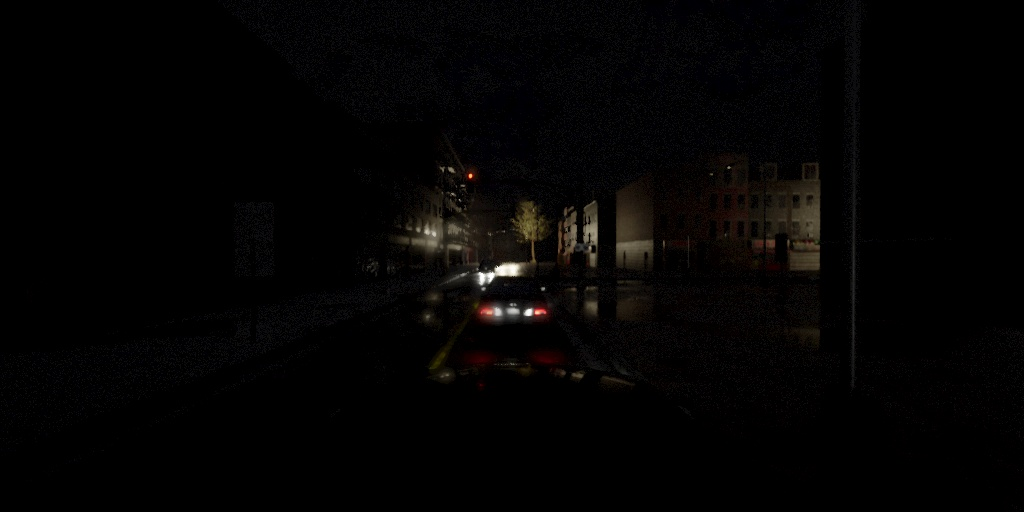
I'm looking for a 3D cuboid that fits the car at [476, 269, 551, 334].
[{"bbox_3d":[0.046,1.274,10.447,2.033,1.411,5.357,0,0,0],"label":"car"}]

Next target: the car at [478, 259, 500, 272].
[{"bbox_3d":[-2.924,1.148,42.620,2.128,1.511,4.902,0,0,0],"label":"car"}]
